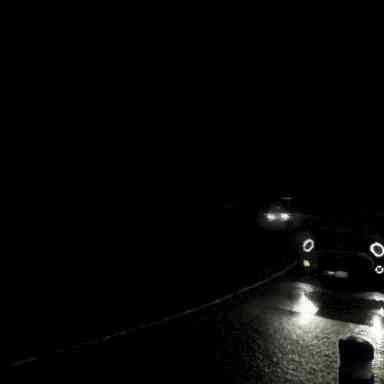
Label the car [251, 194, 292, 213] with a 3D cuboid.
[{"bbox_3d":[7.032,1.147,30.647,1.994,1.385,4.181,-2,1,-12],"label":"car"}]

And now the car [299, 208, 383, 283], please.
[{"bbox_3d":[4.614,1.360,9.914,2.097,1.767,4.553,-1,0,29],"label":"car"}]

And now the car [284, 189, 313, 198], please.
[{"bbox_3d":[18.236,0.178,57.126,5.357,1.411,2.033,-3,2,-23],"label":"car"}]
